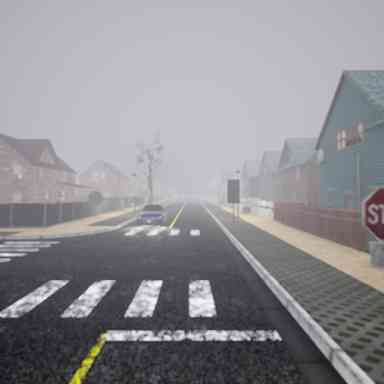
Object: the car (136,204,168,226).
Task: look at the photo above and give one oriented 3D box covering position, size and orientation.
[{"bbox_3d":[-2.780,1.609,24.176,1.812,1.442,4.674,0,1,1],"label":"car"}]
